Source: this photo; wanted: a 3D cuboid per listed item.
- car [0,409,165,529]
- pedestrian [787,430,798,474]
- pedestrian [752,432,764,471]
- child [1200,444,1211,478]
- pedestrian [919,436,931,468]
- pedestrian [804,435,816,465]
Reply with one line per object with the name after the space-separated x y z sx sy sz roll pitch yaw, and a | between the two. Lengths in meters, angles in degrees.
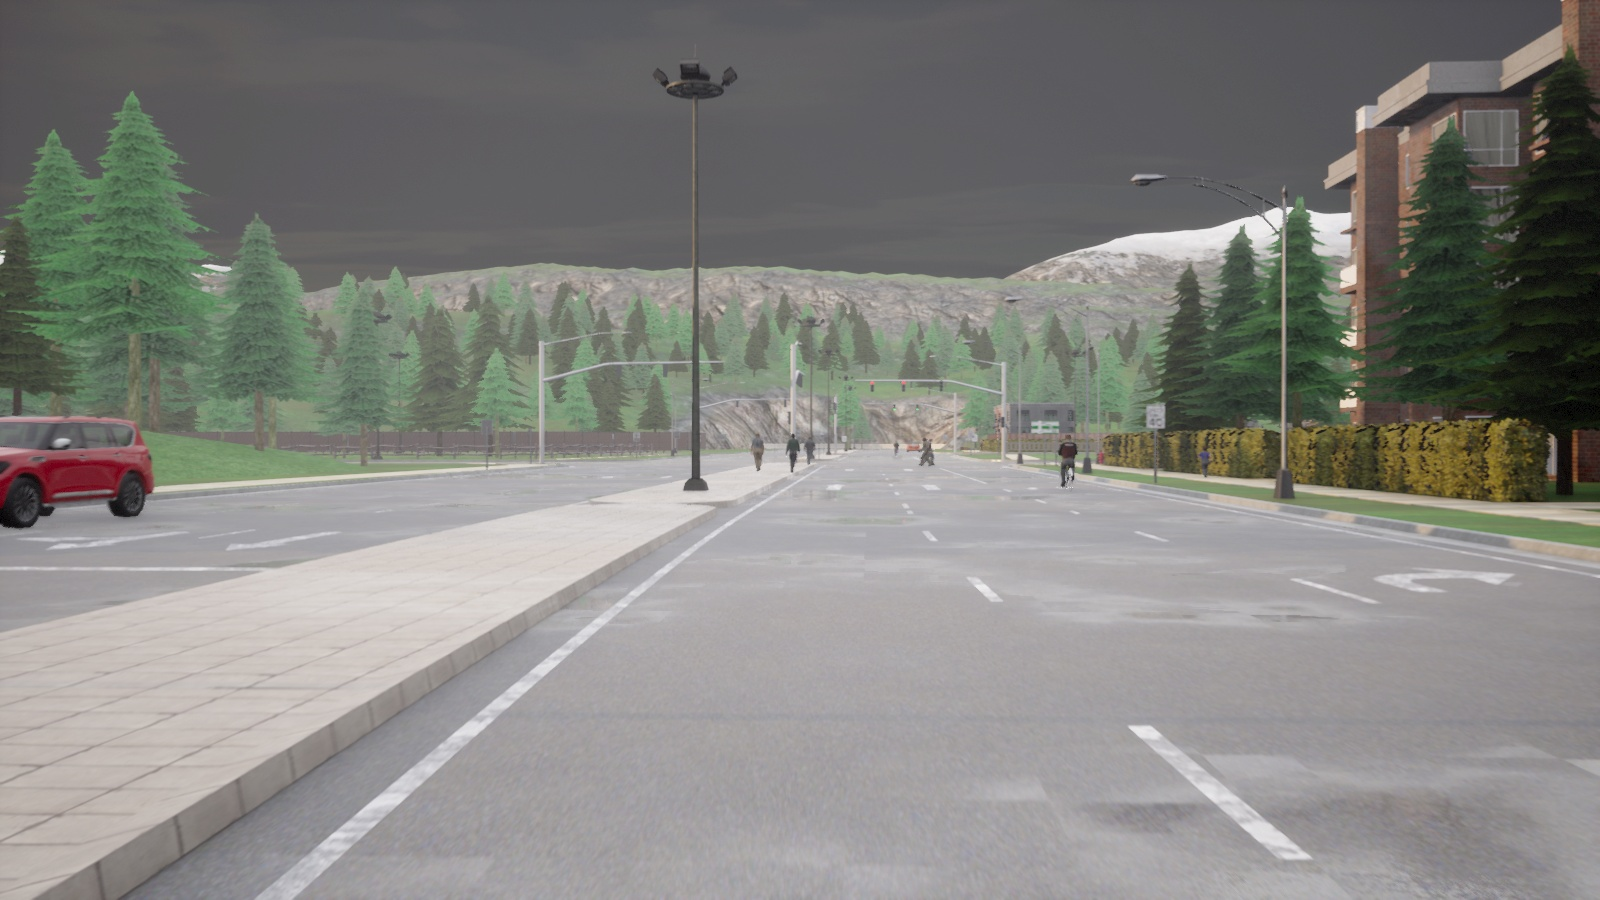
-14.540 0.325 23.656 2.150 2.045 5.566 0 0 2 | car
-0.324 0.087 55.783 0.423 1.949 0.788 0 0 4 | pedestrian
-1.949 0.070 58.603 0.540 1.848 0.694 0 0 1 | pedestrian
15.194 0.411 47.083 0.270 1.263 0.437 0 0 3 | child
7.613 0.110 76.557 0.692 1.930 0.396 0 0 -7 | pedestrian
0.611 -0.003 76.873 0.563 1.883 0.849 0 0 13 | pedestrian
